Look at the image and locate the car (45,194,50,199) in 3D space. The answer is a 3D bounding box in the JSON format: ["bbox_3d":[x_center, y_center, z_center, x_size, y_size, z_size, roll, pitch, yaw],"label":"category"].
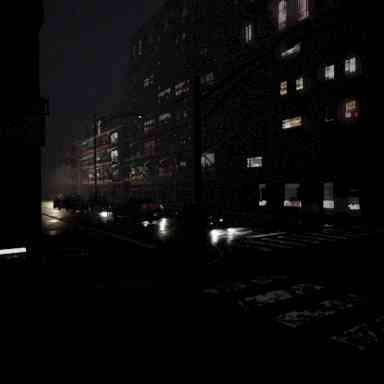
[{"bbox_3d":[-34.772,1.084,83.431,1.752,1.417,4.829,-1,1,-35],"label":"car"}]

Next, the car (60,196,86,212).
[{"bbox_3d":[-12.580,1.453,36.411,2.008,1.369,4.403,-1,1,-35],"label":"car"}]

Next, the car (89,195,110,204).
[{"bbox_3d":[-15.441,1.226,55.345,1.752,1.417,4.829,-1,1,-35],"label":"car"}]

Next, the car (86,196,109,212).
[{"bbox_3d":[-9.847,1.432,37.014,1.994,1.385,4.181,-1,1,-35],"label":"car"}]

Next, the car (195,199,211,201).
[{"bbox_3d":[0.847,1.368,31.863,1.887,1.381,4.507,-1,1,-35],"label":"car"}]

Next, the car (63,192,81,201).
[{"bbox_3d":[-25.012,0.944,69.246,2.192,1.841,5.009,-1,1,-35],"label":"car"}]

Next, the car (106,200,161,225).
[{"bbox_3d":[-4.346,1.514,24.220,1.887,1.381,4.507,-1,1,-35],"label":"car"}]

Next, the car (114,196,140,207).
[{"bbox_3d":[-8.998,1.275,45.984,1.752,1.417,4.829,-1,1,-35],"label":"car"}]

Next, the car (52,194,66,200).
[{"bbox_3d":[-31.454,1.133,78.611,2.008,1.369,4.403,-1,1,-35],"label":"car"}]

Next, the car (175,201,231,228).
[{"bbox_3d":[0.645,1.514,21.762,1.994,1.385,4.181,-1,1,-34],"label":"car"}]

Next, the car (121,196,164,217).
[{"bbox_3d":[-4.250,1.263,28.868,2.097,1.767,4.553,-1,1,-35],"label":"car"}]

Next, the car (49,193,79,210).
[{"bbox_3d":[-15.803,1.318,41.091,1.967,1.590,4.097,-1,1,-35],"label":"car"}]
